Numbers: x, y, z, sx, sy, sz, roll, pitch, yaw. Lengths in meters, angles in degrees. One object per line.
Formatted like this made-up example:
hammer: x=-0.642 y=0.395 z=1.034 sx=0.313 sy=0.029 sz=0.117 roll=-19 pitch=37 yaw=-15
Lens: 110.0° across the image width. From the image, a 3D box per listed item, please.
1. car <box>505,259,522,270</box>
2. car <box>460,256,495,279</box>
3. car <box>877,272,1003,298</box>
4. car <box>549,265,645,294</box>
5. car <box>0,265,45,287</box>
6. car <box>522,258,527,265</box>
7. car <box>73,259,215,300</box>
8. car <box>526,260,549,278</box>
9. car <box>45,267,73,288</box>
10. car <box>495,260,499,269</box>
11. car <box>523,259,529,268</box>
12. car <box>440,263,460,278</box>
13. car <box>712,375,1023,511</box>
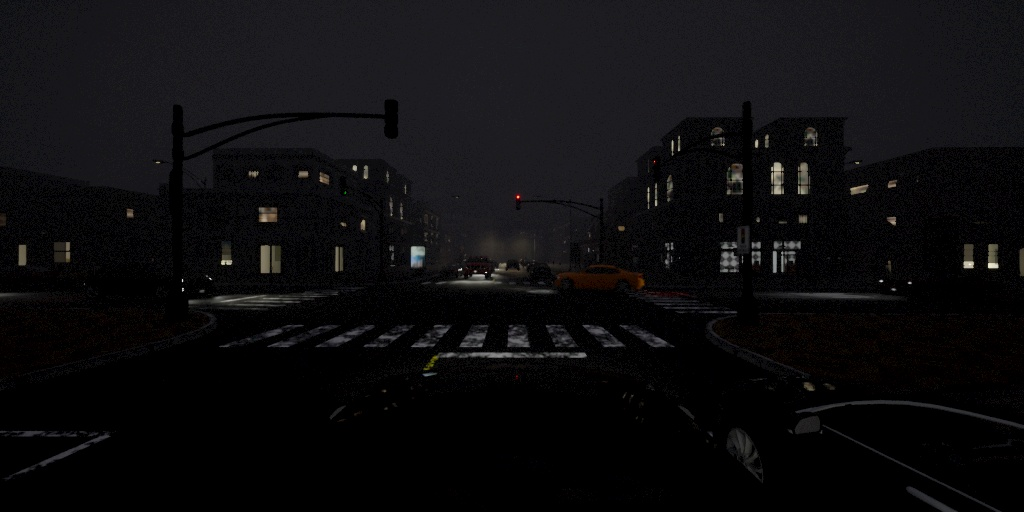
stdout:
car: x=0.090 y=1.260 z=52.226 sx=1.837 sy=1.490 sz=4.892 roll=0 pitch=0 yaw=0
car: x=-3.118 y=0.974 z=33.533 sx=2.150 sy=2.045 sz=5.566 roll=0 pitch=0 yaw=1
car: x=22.535 y=1.475 z=19.057 sx=4.718 sy=1.301 sz=1.895 roll=0 pitch=0 yaw=1
car: x=4.992 y=1.244 z=20.671 sx=5.008 sy=1.535 sz=1.882 roll=1 pitch=1 yaw=21
car: x=-30.824 y=1.228 z=22.455 sx=4.207 sy=1.307 sz=1.802 roll=0 pitch=0 yaw=1
car: x=2.679 y=1.309 z=61.593 sx=2.007 sy=1.370 sz=4.403 roll=0 pitch=0 yaw=0
car: x=-16.484 y=1.028 z=16.481 sx=4.553 sy=1.767 sz=2.097 roll=0 pitch=0 yaw=0
car: x=2.684 y=1.318 z=33.984 sx=1.948 sy=1.339 sz=4.313 roll=0 pitch=0 yaw=0
car: x=-25.458 y=1.195 z=22.373 sx=4.829 sy=1.417 sz=1.751 roll=0 pitch=0 yaw=1
car: x=-3.102 y=1.245 z=43.953 sx=2.128 sy=1.511 sz=4.902 roll=0 pitch=0 yaw=1
car: x=2.682 y=1.336 z=45.026 sx=1.802 sy=1.307 sz=4.207 roll=0 pitch=0 yaw=0
car: x=-5.696 y=1.335 z=33.995 sx=1.802 sy=1.307 sz=4.207 roll=0 pitch=0 yaw=0
car: x=2.691 y=1.300 z=1.594 sx=2.007 sy=1.370 sz=4.403 roll=0 pitch=0 yaw=0
